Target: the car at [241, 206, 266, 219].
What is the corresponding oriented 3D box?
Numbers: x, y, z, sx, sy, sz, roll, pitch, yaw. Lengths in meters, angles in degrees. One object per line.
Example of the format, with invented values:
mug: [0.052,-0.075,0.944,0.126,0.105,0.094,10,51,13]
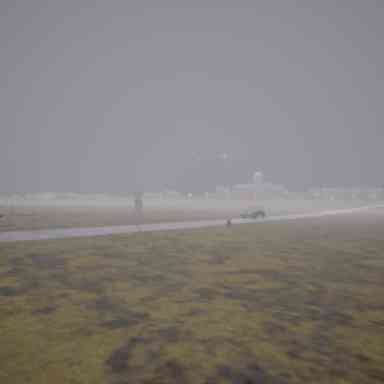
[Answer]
car: [9.807,3.187,52.924,2.150,2.045,5.566,-1,-3,35]
